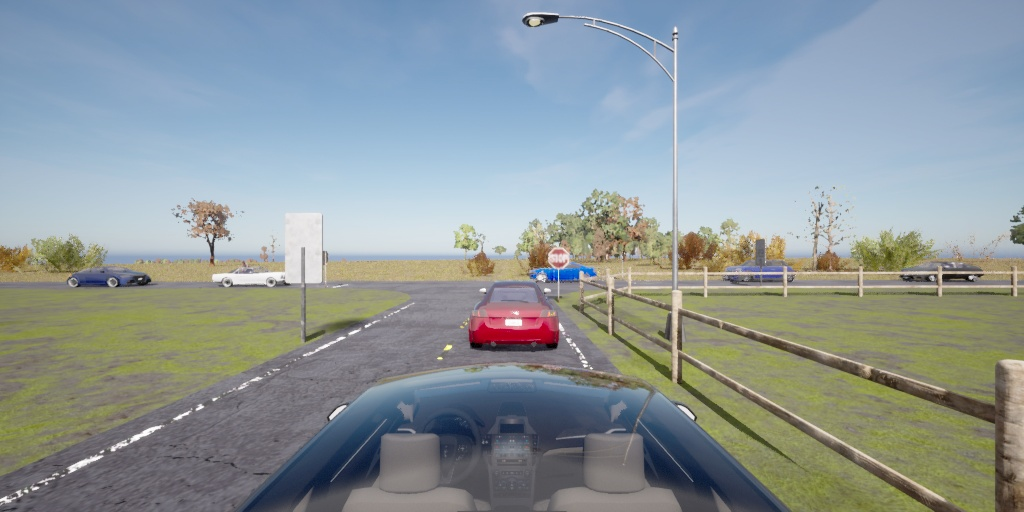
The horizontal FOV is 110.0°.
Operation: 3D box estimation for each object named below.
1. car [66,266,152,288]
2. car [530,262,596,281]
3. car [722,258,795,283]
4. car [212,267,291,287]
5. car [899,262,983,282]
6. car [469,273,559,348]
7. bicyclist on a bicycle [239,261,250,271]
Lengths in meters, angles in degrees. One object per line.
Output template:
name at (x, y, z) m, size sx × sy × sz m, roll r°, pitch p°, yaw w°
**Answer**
car at (-27.264, 1.386, 24.362) m, size 4.181 × 1.385 × 1.994 m, roll 0°, pitch 0°, yaw 0°
car at (3.812, 1.214, 27.122) m, size 5.008 × 1.535 × 1.882 m, roll 0°, pitch 0°, yaw 0°
car at (18.436, 1.052, 27.031) m, size 4.553 × 1.767 × 2.097 m, roll 0°, pitch 0°, yaw 0°
car at (-17.250, 1.395, 24.301) m, size 4.718 × 1.301 × 1.895 m, roll 0°, pitch 0°, yaw 0°
car at (32.089, 1.169, 26.943) m, size 4.902 × 1.511 × 2.128 m, roll 0°, pitch 0°, yaw 0°
car at (0.077, 1.314, 9.258) m, size 1.994 × 1.385 × 4.181 m, roll 0°, pitch 0°, yaw 1°
bicyclist on a bicycle at (-22.561, 1.261, 30.307) m, size 0.582 × 1.620 × 1.656 m, roll 0°, pitch 0°, yaw 0°
